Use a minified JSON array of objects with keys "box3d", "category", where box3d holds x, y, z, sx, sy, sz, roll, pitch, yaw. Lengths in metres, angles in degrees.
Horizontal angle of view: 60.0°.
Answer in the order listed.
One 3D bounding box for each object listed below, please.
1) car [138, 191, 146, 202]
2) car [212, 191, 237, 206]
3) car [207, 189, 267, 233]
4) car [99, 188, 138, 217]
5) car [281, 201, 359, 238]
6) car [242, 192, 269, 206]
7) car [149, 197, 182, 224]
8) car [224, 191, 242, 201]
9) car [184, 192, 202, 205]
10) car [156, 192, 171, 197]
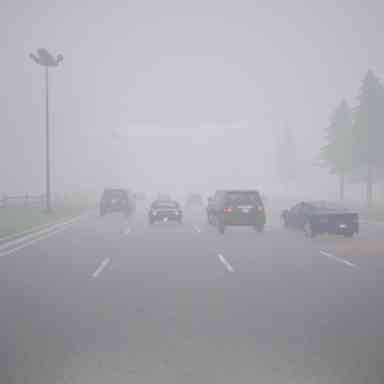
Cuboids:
[{"box3d":[-7.497,0.592,46.772,1.882,1.535,5.008,0,1,-5],"category":"car"},{"box3d":[3.735,0.734,39.033,2.128,1.511,4.902,0,1,-5],"category":"car"},{"box3d":[2.139,0.880,17.387,2.150,2.045,5.566,0,1,-5],"category":"car"},{"box3d":[-5.598,0.742,25.428,2.150,2.045,5.566,0,1,-5],"category":"car"},{"box3d":[5.784,1.163,15.691,1.882,1.535,5.008,0,1,-5],"category":"car"},{"box3d":[7.290,0.749,38.564,1.837,1.490,4.892,0,1,-5],"category":"car"},{"box3d":[-1.683,1.200,20.907,1.895,1.301,4.718,0,1,-5],"category":"car"},{"box3d":[6.141,0.541,50.593,1.812,1.442,4.674,0,1,-5],"category":"car"},{"box3d":[0.141,0.738,39.954,1.837,1.490,4.892,0,2,-5],"category":"car"},{"box3d":[-3.504,0.701,41.406,2.128,1.511,4.902,0,1,-5],"category":"car"}]
